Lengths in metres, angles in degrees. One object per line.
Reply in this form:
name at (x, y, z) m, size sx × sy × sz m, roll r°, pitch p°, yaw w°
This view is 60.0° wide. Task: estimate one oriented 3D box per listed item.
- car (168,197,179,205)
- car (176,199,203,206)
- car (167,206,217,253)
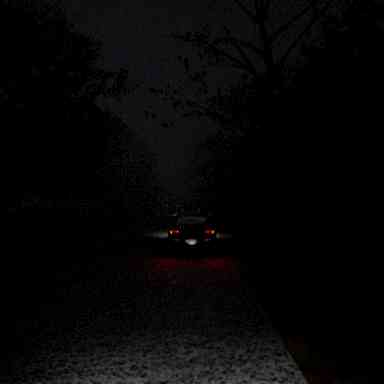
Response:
car at (-3.159, 1.540, 58.620) m, size 1.882 × 1.535 × 5.008 m, roll 0°, pitch 0°, yaw 0°
car at (-0.064, 1.518, 27.905) m, size 1.994 × 1.385 × 4.181 m, roll 0°, pitch 0°, yaw 0°
car at (0.010, 1.503, 13.518) m, size 1.812 × 1.442 × 4.674 m, roll 0°, pitch 0°, yaw 0°
